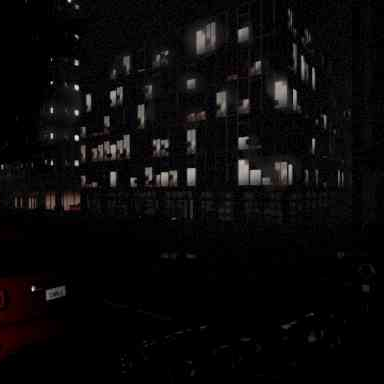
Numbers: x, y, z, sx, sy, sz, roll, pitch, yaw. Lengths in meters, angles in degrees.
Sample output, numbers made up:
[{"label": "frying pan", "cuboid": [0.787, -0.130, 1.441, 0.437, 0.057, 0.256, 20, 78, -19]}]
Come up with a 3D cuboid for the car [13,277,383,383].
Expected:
[{"label": "car", "cuboid": [0.889, 1.566, 2.243, 4.313, 1.339, 1.947, 0, 0, 36]}]

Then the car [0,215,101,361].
[{"label": "car", "cuboid": [-3.607, 1.315, 5.452, 5.009, 1.841, 2.192, 0, 0, 36]}]
